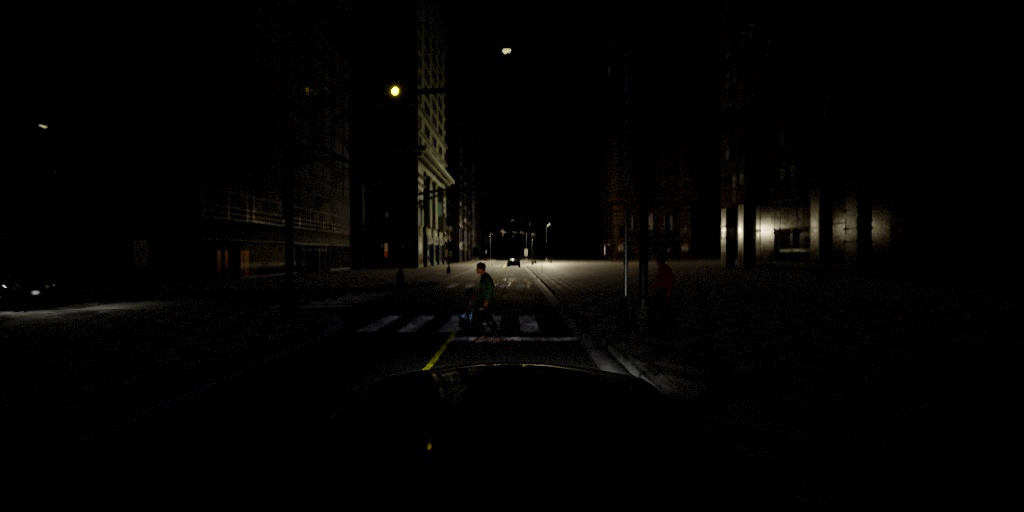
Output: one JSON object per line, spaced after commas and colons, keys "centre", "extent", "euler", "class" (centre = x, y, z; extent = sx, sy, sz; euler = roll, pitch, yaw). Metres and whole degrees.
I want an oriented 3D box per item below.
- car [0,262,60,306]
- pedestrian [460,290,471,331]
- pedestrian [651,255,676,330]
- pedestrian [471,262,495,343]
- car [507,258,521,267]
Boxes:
{"centre": [-22.495, 1.207, 14.850], "extent": [5.566, 2.045, 2.150], "euler": [-1, 0, 0], "class": "car"}
{"centre": [-1.044, 0.995, 9.215], "extent": [0.375, 1.860, 0.375], "euler": [0, 0, 0], "class": "pedestrian"}
{"centre": [3.629, 0.846, 8.552], "extent": [0.375, 1.860, 0.375], "euler": [0, 0, 0], "class": "pedestrian"}
{"centre": [-0.637, 1.003, 7.978], "extent": [0.375, 1.860, 0.375], "euler": [0, 0, 0], "class": "pedestrian"}
{"centre": [0.294, 0.980, 54.432], "extent": [1.994, 1.385, 4.181], "euler": [0, 0, 0], "class": "car"}
